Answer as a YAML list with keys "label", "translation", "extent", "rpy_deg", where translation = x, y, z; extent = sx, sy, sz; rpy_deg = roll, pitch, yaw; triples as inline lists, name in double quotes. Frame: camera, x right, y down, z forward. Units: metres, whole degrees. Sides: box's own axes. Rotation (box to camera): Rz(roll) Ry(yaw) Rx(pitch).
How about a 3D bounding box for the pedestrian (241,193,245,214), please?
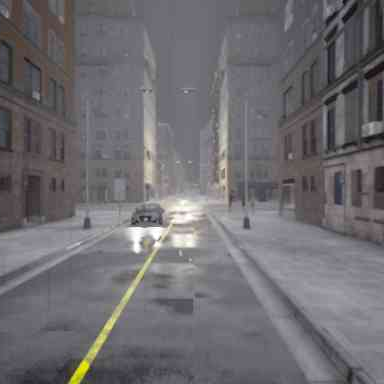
- label: "pedestrian"
  translation: [4.508, 1.008, 29.615]
  extent: [0.375, 1.860, 0.375]
  rpy_deg: [0, 0, 0]

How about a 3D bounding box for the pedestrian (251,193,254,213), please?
- label: "pedestrian"
  translation: [5.508, 1.006, 30.215]
  extent: [0.375, 1.860, 0.375]
  rpy_deg: [0, 0, 0]

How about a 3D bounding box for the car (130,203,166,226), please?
- label: "car"
  translation: [-2.816, 1.463, 22.256]
  extent: [1.994, 1.385, 4.181]
  rpy_deg: [0, 0, 0]

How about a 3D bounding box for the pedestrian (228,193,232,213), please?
- label: "pedestrian"
  translation: [3.508, 1.003, 30.815]
  extent: [0.375, 1.860, 0.375]
  rpy_deg: [0, 0, 0]
